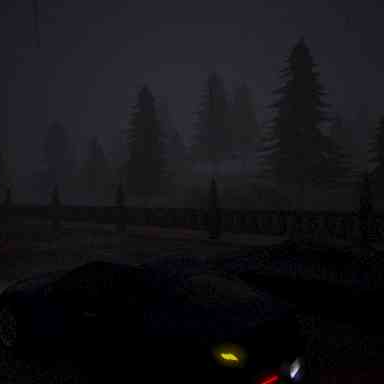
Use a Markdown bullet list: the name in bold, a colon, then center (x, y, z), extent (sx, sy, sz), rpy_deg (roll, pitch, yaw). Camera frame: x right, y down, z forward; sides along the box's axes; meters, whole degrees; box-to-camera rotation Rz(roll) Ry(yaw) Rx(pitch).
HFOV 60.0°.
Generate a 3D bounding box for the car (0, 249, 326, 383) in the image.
- **car**: center (-0.861, 1.557, 4.606), extent (4.674, 1.442, 1.812), rpy_deg (-1, 0, 36)

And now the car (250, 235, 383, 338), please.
- **car**: center (2.227, 1.583, 6.703), extent (4.181, 1.385, 1.994), rpy_deg (-1, 0, 35)
